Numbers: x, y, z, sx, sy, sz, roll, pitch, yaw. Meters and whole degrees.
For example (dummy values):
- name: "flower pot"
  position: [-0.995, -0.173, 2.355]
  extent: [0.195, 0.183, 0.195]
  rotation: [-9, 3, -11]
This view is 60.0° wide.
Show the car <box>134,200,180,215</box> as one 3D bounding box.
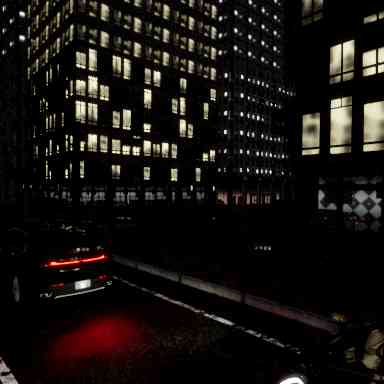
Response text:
- name: "car"
  position: [-3.812, 1.648, 36.439]
  extent: [4.829, 1.417, 1.752]
  rotation: [1, 0, -40]

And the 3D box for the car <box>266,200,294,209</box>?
- name: "car"
  position: [13.527, 1.882, 51.124]
  extent: [4.313, 1.339, 1.947]
  rotation: [1, 0, -40]

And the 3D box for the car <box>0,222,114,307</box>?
- name: "car"
  position: [-3.659, 1.501, 8.115]
  extent: [1.837, 1.490, 4.892]
  rotation: [0, 0, -41]

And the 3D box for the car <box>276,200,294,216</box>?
- name: "car"
  position: [10.343, 1.936, 37.447]
  extent: [4.206, 1.307, 1.802]
  rotation: [1, 0, -40]

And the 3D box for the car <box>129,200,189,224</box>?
- name: "car"
  position: [-2.566, 1.524, 26.511]
  extent: [5.009, 1.841, 2.192]
  rotation: [1, 0, -40]

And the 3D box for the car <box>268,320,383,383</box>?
- name: "car"
  position: [2.426, 1.352, 1.325]
  extent: [2.097, 1.767, 4.553]
  rotation: [0, 0, -41]

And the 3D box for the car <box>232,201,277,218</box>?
- name: "car"
  position: [6.169, 1.833, 33.911]
  extent: [4.829, 1.417, 1.752]
  rotation: [1, 0, -40]
